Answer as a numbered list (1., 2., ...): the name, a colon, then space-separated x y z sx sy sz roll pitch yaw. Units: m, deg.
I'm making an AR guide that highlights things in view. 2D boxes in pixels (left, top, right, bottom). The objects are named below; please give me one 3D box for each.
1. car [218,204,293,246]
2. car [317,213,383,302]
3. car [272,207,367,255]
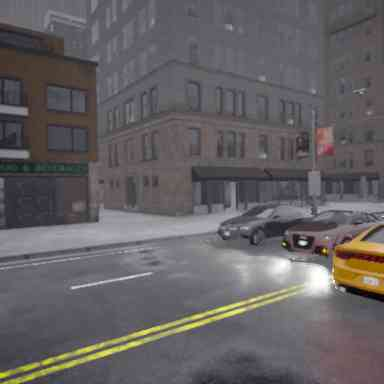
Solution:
1. car: 3.225 1.258 13.914 4.674 1.442 1.812 -1 1 -35
2. car: 5.035 1.275 7.032 5.008 1.535 1.882 -2 1 -35
3. car: 4.957 1.303 11.158 4.181 1.385 1.994 -2 1 -35
